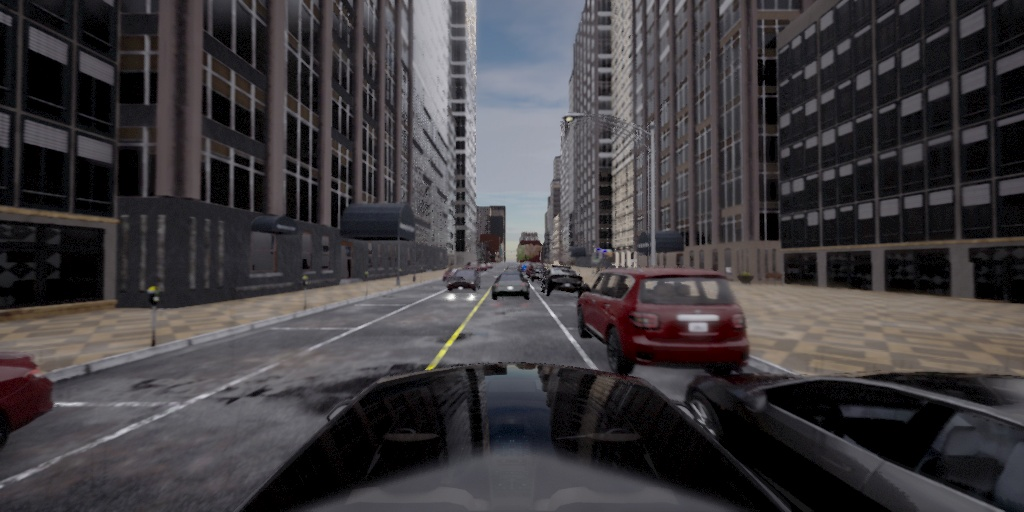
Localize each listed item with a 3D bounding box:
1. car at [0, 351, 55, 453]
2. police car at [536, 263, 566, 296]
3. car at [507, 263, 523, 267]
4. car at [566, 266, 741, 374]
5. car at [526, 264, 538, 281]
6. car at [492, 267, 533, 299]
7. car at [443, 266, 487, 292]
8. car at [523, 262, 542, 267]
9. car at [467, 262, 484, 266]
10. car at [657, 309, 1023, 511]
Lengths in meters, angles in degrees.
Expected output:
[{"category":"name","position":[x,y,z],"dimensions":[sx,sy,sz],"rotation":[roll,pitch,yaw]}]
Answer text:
[{"category":"car","position":[-5.688,1.336,2.030],"dimensions":[1.802,1.307,4.207],"rotation":[0,0,0]},{"category":"police car","position":[2.753,1.382,20.632],"dimensions":[1.930,1.638,5.238],"rotation":[4,-3,-1]},{"category":"car","position":[0.110,1.798,43.231],"dimensions":[2.128,1.511,4.902],"rotation":[0,-1,0]},{"category":"car","position":[2.693,1.143,7.567],"dimensions":[2.192,1.841,5.009],"rotation":[0,0,0]},{"category":"car","position":[2.699,1.765,35.261],"dimensions":[1.948,1.339,4.313],"rotation":[0,0,0]},{"category":"car","position":[-0.061,1.562,19.945],"dimensions":[1.994,1.385,4.181],"rotation":[-1,0,1]},{"category":"car","position":[-3.093,1.600,24.277],"dimensions":[2.033,1.411,5.357],"rotation":[0,-1,0]},{"category":"car","position":[2.701,1.588,40.800],"dimensions":[2.192,1.841,5.009],"rotation":[0,0,0]},{"category":"car","position":[-5.678,1.735,51.879],"dimensions":[2.192,1.841,5.009],"rotation":[0,0,0]},{"category":"car","position":[2.692,1.320,2.029],"dimensions":[1.948,1.339,4.313],"rotation":[0,0,0]}]
